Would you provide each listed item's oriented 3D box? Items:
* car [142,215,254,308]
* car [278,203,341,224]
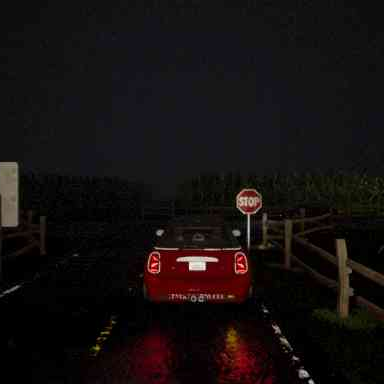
[{"bbox_3d":[0.150,1.351,8.096,2.097,1.767,4.553,0,0,1],"label":"car"},{"bbox_3d":[8.331,1.482,23.742,4.181,1.385,1.994,0,0,1],"label":"car"}]
